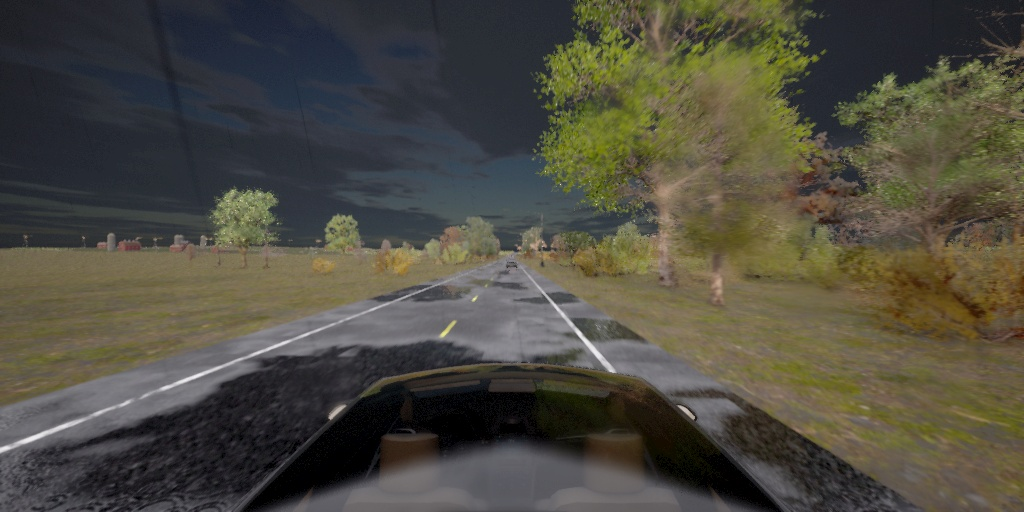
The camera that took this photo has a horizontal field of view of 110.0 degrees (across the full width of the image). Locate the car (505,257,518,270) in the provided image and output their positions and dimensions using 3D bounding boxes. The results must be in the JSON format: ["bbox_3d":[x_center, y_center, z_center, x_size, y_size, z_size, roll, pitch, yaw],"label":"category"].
[{"bbox_3d":[-0.034,1.364,56.094,1.837,1.490,4.892,0,-1,0],"label":"car"}]
